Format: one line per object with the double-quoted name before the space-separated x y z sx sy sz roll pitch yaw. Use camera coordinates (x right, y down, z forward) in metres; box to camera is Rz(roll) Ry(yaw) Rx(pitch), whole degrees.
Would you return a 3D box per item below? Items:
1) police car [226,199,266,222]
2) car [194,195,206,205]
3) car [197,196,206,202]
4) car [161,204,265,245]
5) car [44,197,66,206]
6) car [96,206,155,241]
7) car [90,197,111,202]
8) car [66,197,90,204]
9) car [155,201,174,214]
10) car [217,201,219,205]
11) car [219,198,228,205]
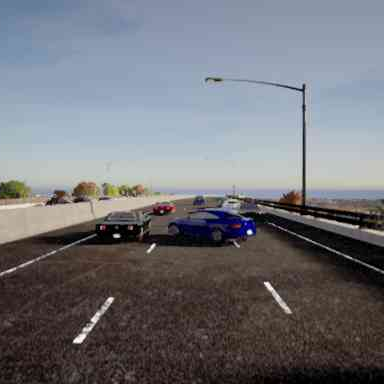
"police car" 3.808 1.495 23.290 2.038 1.542 4.974 0 0 1
"car" 1.409 1.376 58.693 2.097 1.767 4.553 0 0 3
"car" 2.219 1.662 76.877 1.895 1.301 4.718 0 0 3
"car" 0.841 1.515 15.640 1.812 1.442 4.674 0 0 -43
"car" -20.058 1.512 49.296 1.837 1.490 4.892 0 0 2
"car" -3.207 1.590 16.599 1.895 1.301 4.718 0 0 1
"car" -13.058 1.532 49.275 1.812 1.442 4.674 0 0 2
"car" -16.547 1.512 49.559 1.837 1.490 4.892 0 0 2
"car" -2.828 1.593 34.378 1.895 1.301 4.718 0 0 2
"car" 4.387 1.550 45.128 2.033 1.411 5.357 0 0 2
"car" 4.063 1.519 34.210 1.812 1.442 4.674 0 0 2
